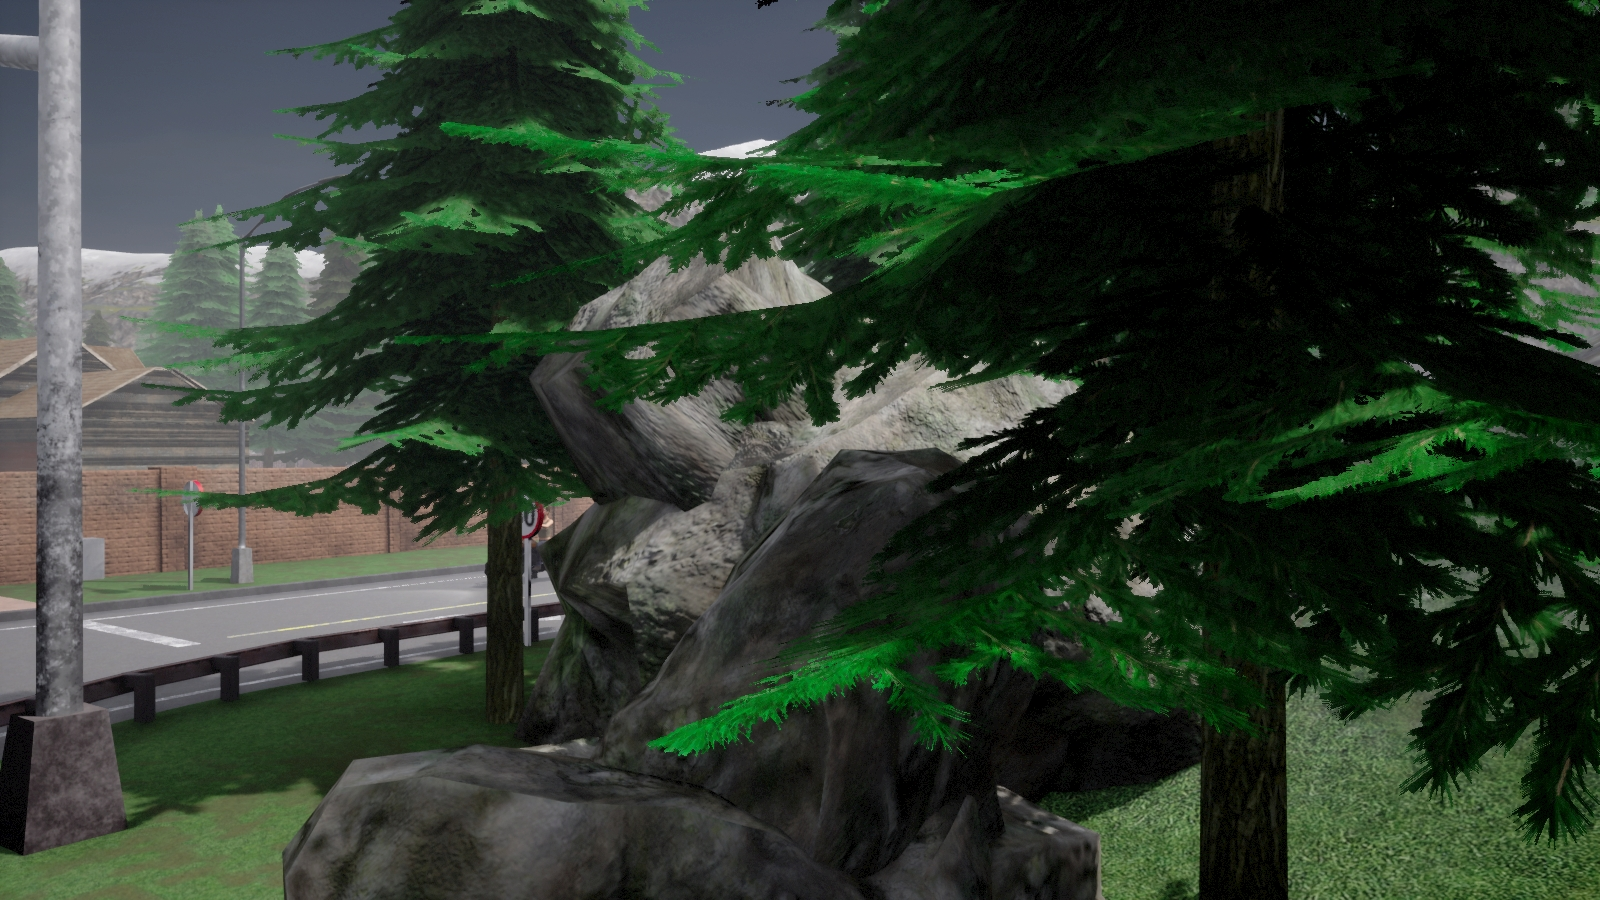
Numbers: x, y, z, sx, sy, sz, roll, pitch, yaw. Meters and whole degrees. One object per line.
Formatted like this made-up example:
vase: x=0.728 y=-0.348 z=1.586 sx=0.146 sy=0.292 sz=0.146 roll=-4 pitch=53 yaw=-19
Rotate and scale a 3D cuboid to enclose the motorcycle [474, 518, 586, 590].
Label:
motorcycle: x=-5.636 y=2.150 z=24.014 sx=0.764 sy=1.277 sz=2.356 roll=0 pitch=0 yaw=36
